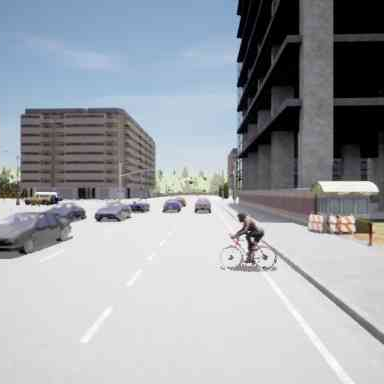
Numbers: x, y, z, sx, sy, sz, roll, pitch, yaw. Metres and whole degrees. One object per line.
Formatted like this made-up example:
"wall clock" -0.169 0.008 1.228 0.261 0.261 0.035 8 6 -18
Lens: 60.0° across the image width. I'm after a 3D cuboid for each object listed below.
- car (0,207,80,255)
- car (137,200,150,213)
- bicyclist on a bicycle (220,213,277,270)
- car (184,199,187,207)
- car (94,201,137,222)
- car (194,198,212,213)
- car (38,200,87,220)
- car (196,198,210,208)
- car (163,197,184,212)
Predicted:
"car" -6.699 1.546 13.650 2.033 1.411 5.357 0 0 2
"car" -5.871 1.597 36.691 1.895 1.301 4.718 0 0 2
"bicyclist on a bicycle" 1.601 1.422 9.538 1.656 1.620 0.582 -1 0 2
"car" -1.850 1.520 50.466 1.812 1.442 4.674 0 0 2
"car" -6.187 1.545 26.669 2.033 1.411 5.357 0 0 2
"car" 1.249 1.543 37.599 2.033 1.411 5.357 0 0 3
"car" -9.731 1.561 25.729 1.994 1.385 4.181 0 0 2
"car" 1.610 1.558 49.210 1.994 1.385 4.181 0 0 2
"car" -2.229 1.522 38.192 1.812 1.442 4.674 0 0 2
